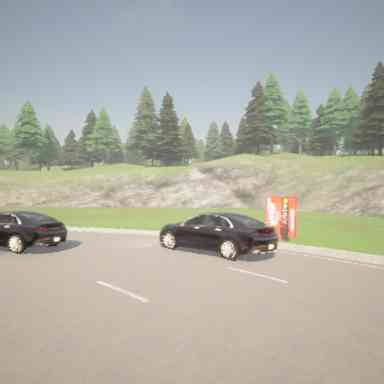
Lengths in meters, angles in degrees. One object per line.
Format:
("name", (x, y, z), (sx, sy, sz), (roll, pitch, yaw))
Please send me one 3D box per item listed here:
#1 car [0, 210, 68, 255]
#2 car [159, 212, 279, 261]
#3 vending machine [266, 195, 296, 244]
("car", (-7.288, 1.505, 13.209), (4.892, 1.490, 1.837), (0, -1, 21))
("car", (0.806, 1.505, 12.398), (4.892, 1.490, 1.837), (0, -1, 44))
("vending machine", (4.051, 1.195, 15.098), (0.880, 2.100, 1.100), (0, 0, 43))
